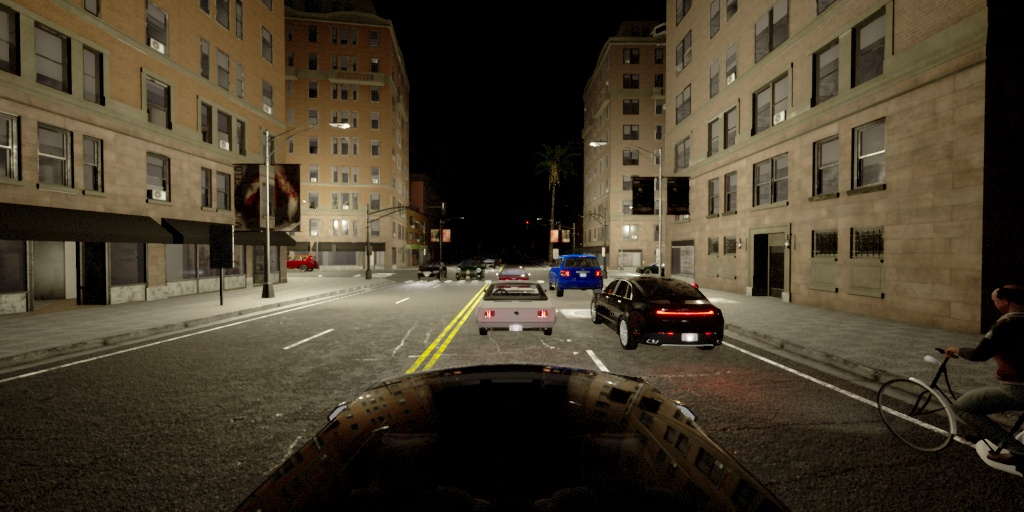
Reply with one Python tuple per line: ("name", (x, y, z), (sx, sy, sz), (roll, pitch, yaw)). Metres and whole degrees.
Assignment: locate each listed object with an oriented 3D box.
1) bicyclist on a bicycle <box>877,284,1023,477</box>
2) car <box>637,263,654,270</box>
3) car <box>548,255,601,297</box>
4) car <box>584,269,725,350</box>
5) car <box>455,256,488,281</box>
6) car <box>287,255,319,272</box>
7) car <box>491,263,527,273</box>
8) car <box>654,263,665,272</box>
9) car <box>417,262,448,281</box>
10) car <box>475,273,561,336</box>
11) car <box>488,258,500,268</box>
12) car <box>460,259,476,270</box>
("bicyclist on a bicycle", (4.144, 1.120, 3.158), (0.659, 1.776, 1.843), (0, 0, 0))
("car", (16.004, 1.422, 39.802), (4.181, 1.385, 1.994), (0, 1, 0))
("car", (3.226, 0.968, 18.953), (2.150, 2.045, 5.566), (0, 0, 0))
("car", (3.295, 1.253, 9.044), (1.837, 1.490, 4.892), (0, 0, 0))
("car", (-3.390, 1.118, 29.842), (2.097, 1.767, 4.553), (0, -1, 0))
("car", (-23.947, 0.833, 39.292), (5.009, 1.841, 2.192), (0, 0, -9))
("car", (0.076, 1.293, 19.955), (2.033, 1.411, 5.357), (0, 0, 0))
("car", (16.164, 1.511, 33.854), (4.313, 1.339, 1.948), (0, 0, 0))
("car", (-6.631, 1.260, 30.357), (2.128, 1.511, 4.902), (0, 0, 0))
("car", (0.090, 1.349, 10.386), (1.895, 1.301, 4.718), (0, 0, 0))
("car", (-3.415, 1.231, 53.818), (2.128, 1.511, 4.902), (0, 0, 0))
("car", (-6.659, 1.266, 54.614), (1.812, 1.442, 4.674), (0, 0, 1))
